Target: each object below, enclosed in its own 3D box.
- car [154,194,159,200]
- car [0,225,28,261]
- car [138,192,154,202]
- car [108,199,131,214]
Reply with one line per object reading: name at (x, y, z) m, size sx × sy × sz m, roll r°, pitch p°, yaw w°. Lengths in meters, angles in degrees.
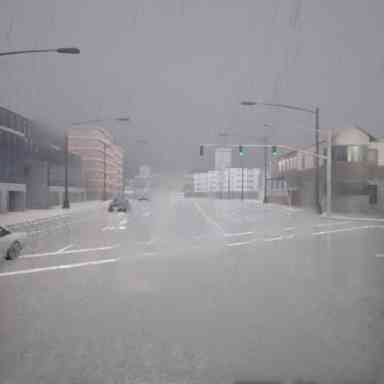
car at (-9.350, 1.307, 84.087) m, size 1.812 × 1.442 × 4.674 m, roll 0°, pitch -1°, yaw -2°
car at (-6.739, 1.632, 9.662) m, size 1.895 × 1.301 × 4.718 m, roll 0°, pitch 0°, yaw -2°
car at (-8.493, 0.900, 59.684) m, size 2.097 × 1.767 × 4.553 m, roll 0°, pitch 0°, yaw -2°
car at (-7.639, 1.491, 35.338) m, size 2.128 × 1.511 × 4.902 m, roll 0°, pitch 1°, yaw -2°
